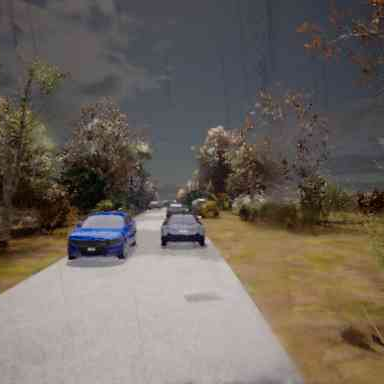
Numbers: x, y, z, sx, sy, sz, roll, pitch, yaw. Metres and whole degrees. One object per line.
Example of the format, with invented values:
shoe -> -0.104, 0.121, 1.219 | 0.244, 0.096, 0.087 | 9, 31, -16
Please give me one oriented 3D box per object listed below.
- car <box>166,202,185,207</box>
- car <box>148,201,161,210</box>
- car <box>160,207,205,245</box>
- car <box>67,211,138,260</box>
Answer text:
car -> -1.631, 1.780, 33.505 | 1.812, 1.442, 4.674 | 0, -1, -4
car -> -5.976, 2.178, 53.603 | 1.812, 1.442, 4.674 | 0, -1, -4
car -> -0.473, 1.637, 16.031 | 1.994, 1.385, 4.181 | 0, 0, -3
car -> -3.243, 1.526, 12.839 | 1.882, 1.535, 5.008 | 0, 0, -3
